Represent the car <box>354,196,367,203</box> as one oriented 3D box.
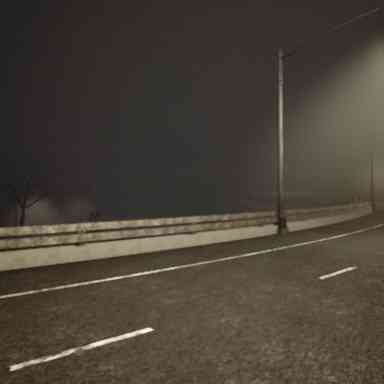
[{"bbox_3d":[39.744,1.783,78.214,1.837,1.490,4.892,0,0,7],"label":"car"}]
